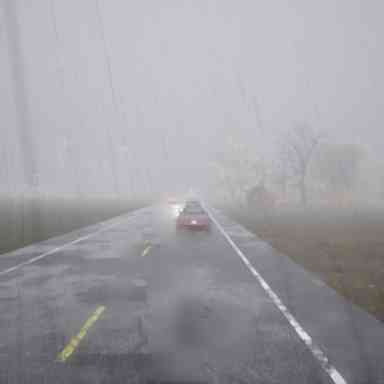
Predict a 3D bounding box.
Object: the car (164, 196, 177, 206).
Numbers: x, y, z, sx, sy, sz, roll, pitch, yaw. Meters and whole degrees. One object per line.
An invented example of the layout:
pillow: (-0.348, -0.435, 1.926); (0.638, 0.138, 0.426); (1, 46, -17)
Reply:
car: (-3.525, 1.444, 55.302); (1.882, 1.535, 5.008); (0, 0, 0)

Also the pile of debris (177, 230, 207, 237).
pile of debris: (0.009, 2.164, 17.379); (1.500, 0.140, 1.860); (0, 0, 0)

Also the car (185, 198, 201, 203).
car: (0.120, 1.467, 41.278); (2.128, 1.511, 4.902); (0, 0, 0)

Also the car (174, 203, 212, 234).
car: (0.106, 1.547, 19.328); (1.994, 1.385, 4.181); (0, 0, 0)
